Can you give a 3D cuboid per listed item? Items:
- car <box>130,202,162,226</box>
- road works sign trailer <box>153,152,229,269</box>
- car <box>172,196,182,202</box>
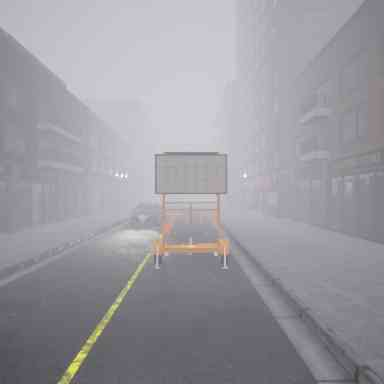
[{"bbox_3d":[-3.177,1.500,23.764,2.128,1.511,4.902,0,0,0],"label":"car"},{"bbox_3d":[-0.029,0.467,11.182,2.380,3.560,2.880,0,0,0],"label":"road works sign trailer"},{"bbox_3d":[-3.233,1.551,71.547,2.128,1.511,4.902,0,0,0],"label":"car"}]
